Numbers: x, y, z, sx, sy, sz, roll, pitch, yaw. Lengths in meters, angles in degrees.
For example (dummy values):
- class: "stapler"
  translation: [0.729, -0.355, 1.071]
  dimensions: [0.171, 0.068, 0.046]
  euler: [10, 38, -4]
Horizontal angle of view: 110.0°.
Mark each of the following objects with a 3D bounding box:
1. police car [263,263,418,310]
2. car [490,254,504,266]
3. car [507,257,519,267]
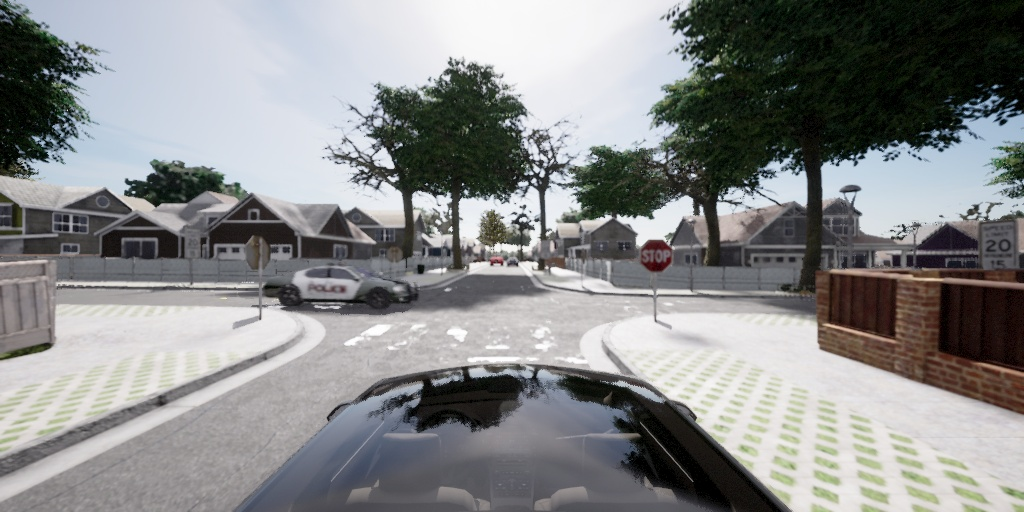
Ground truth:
- class: "police car"
  translation: [-6.048, 1.052, 13.120]
  dimensions: [4.974, 1.542, 2.038]
  euler: [2, -1, -1]
- class: "car"
  translation: [-2.606, 0.690, 62.568]
  dimensions: [2.150, 2.045, 5.566]
  euler: [0, 0, 0]
- class: "car"
  translation: [0.132, 1.065, 57.203]
  dimensions: [1.895, 1.301, 4.718]
  euler: [0, 0, 0]
